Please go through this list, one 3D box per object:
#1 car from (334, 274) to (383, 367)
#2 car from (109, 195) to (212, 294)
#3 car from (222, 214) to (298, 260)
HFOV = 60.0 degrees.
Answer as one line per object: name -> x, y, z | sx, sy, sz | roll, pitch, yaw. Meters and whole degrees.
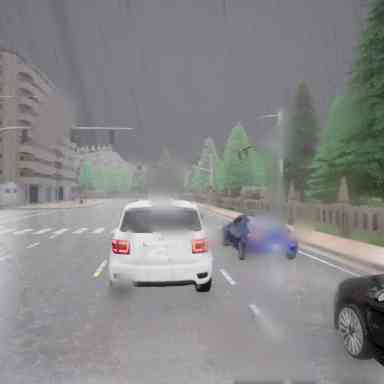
car -> 3.123, 1.492, 3.100 | 2.128, 1.511, 4.902 | 0, 0, -3
car -> -0.798, 1.221, 8.969 | 2.150, 2.045, 5.566 | 0, 0, -5
car -> 2.348, 1.526, 12.328 | 1.812, 1.442, 4.674 | 0, 0, -6
